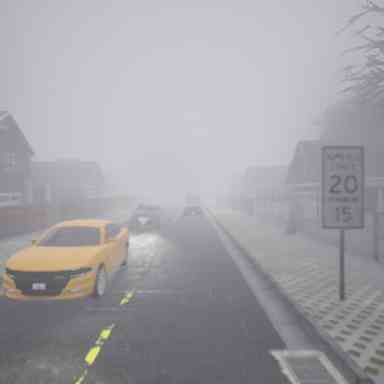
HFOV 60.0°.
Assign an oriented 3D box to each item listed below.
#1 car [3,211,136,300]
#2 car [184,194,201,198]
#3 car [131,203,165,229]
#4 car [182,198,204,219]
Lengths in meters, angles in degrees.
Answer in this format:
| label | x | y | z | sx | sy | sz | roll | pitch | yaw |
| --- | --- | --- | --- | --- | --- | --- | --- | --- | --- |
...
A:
| label | x | y | z | sx | sy | sz | roll | pitch | yaw |
| --- | --- | --- | --- | --- | --- | --- | --- | --- | --- |
| car | -2.858 | 1.479 | 8.631 | 1.882 | 1.535 | 5.008 | 0 | 0 | -1 |
| car | 0.096 | 1.287 | 45.894 | 2.150 | 2.045 | 5.566 | 0 | 0 | 0 |
| car | -2.831 | 1.503 | 21.875 | 2.128 | 1.511 | 4.902 | 0 | 0 | 0 |
| car | 0.098 | 1.549 | 29.539 | 1.812 | 1.442 | 4.674 | 0 | 0 | 0 |
